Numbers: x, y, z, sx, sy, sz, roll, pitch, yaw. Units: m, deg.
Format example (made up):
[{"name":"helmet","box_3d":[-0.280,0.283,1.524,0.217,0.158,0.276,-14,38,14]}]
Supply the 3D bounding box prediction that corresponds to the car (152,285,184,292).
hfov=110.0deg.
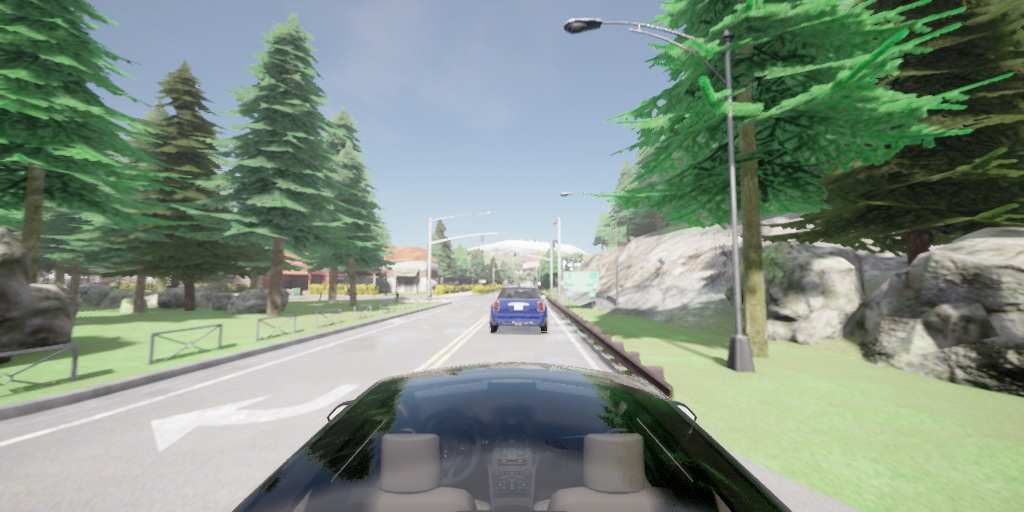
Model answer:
[{"name":"car","box_3d":[-42.711,4.399,45.096,4.892,1.490,1.837,0,-4,10]}]

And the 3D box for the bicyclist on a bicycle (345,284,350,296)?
[{"name":"bicyclist on a bicycle","box_3d":[-21.611,4.460,47.217,0.582,1.620,1.656,0,-4,3]}]

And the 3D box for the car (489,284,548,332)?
[{"name":"car","box_3d":[0.337,1.989,14.647,2.097,1.767,4.553,0,-4,3]}]
